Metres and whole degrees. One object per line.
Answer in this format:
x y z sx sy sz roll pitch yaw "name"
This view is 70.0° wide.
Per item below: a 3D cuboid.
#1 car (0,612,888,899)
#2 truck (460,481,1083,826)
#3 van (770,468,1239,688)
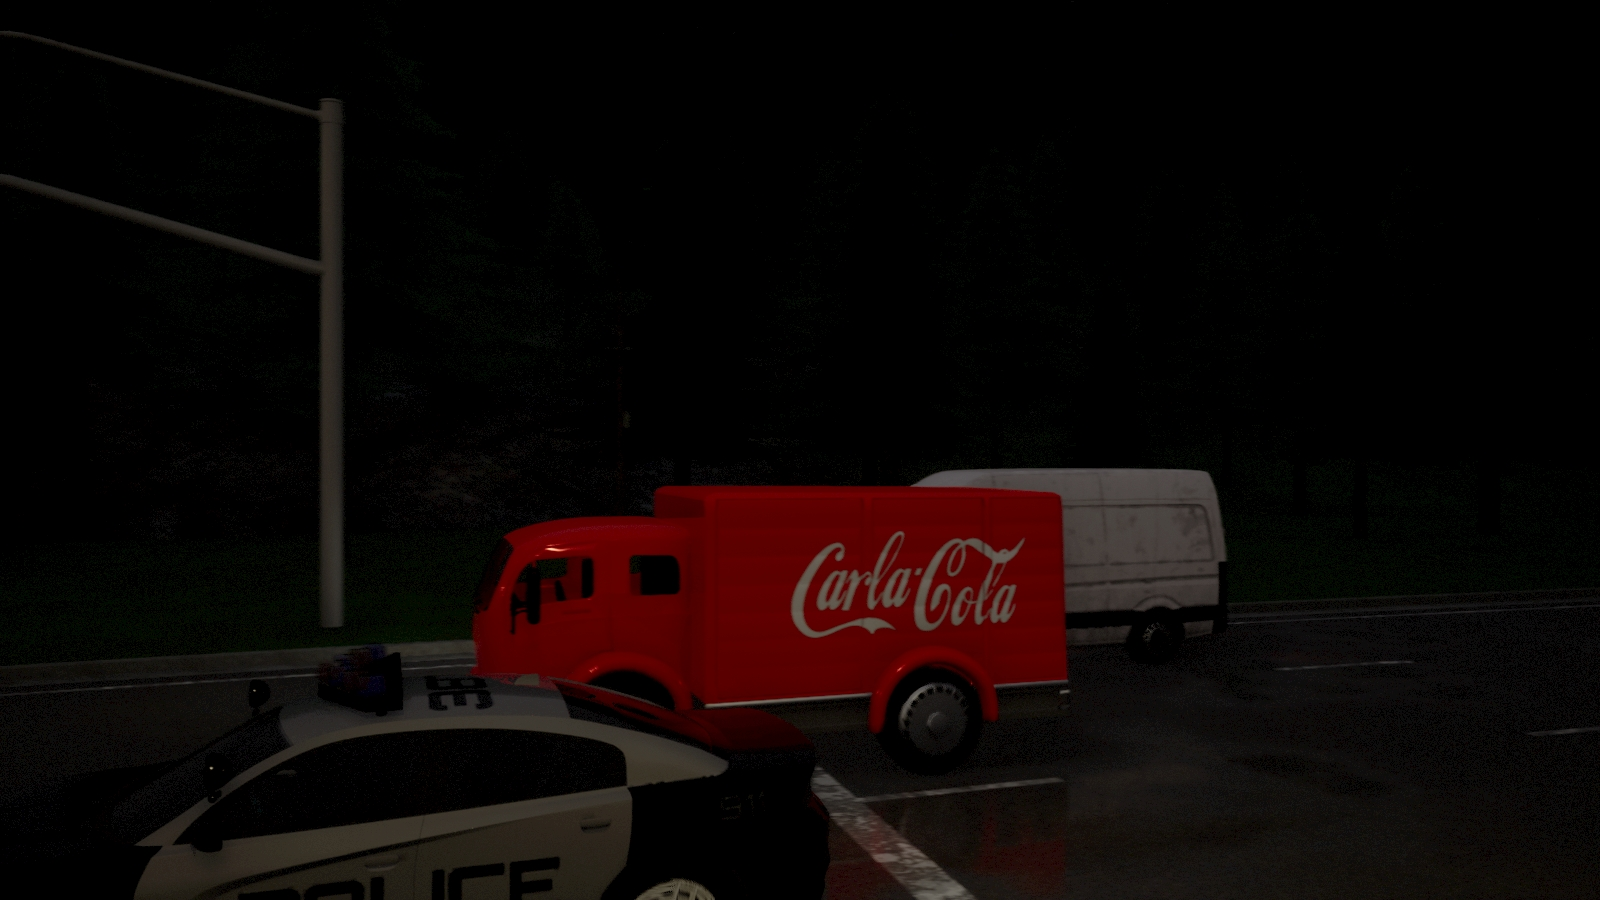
-2.346 1.981 6.282 5.238 1.638 2.097 0 0 -20 "car"
-0.373 1.570 10.575 5.204 2.467 2.627 0 0 -19 "truck"
2.725 1.534 15.289 5.915 2.561 1.988 0 0 -17 "van"
